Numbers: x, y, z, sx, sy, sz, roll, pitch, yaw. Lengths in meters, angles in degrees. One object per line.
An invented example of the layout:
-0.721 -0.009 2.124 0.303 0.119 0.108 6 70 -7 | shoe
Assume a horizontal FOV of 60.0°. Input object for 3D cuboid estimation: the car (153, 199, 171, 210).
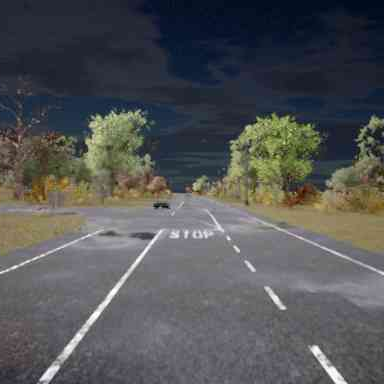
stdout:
-3.528 1.466 39.517 1.895 1.301 4.718 1 -1 0 | car
